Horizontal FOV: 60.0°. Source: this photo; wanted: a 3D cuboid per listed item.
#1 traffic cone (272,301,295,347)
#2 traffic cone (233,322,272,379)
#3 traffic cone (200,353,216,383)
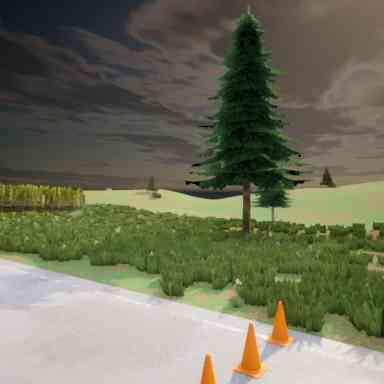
[{"bbox_3d":[1.336,1.955,5.038,0.340,0.580,0.340,0,0,36],"label":"traffic cone"},{"bbox_3d":[0.751,1.955,4.226,0.340,0.580,0.340,0,0,36],"label":"traffic cone"},{"bbox_3d":[0.167,1.955,3.415,0.340,0.580,0.340,0,0,36],"label":"traffic cone"}]
